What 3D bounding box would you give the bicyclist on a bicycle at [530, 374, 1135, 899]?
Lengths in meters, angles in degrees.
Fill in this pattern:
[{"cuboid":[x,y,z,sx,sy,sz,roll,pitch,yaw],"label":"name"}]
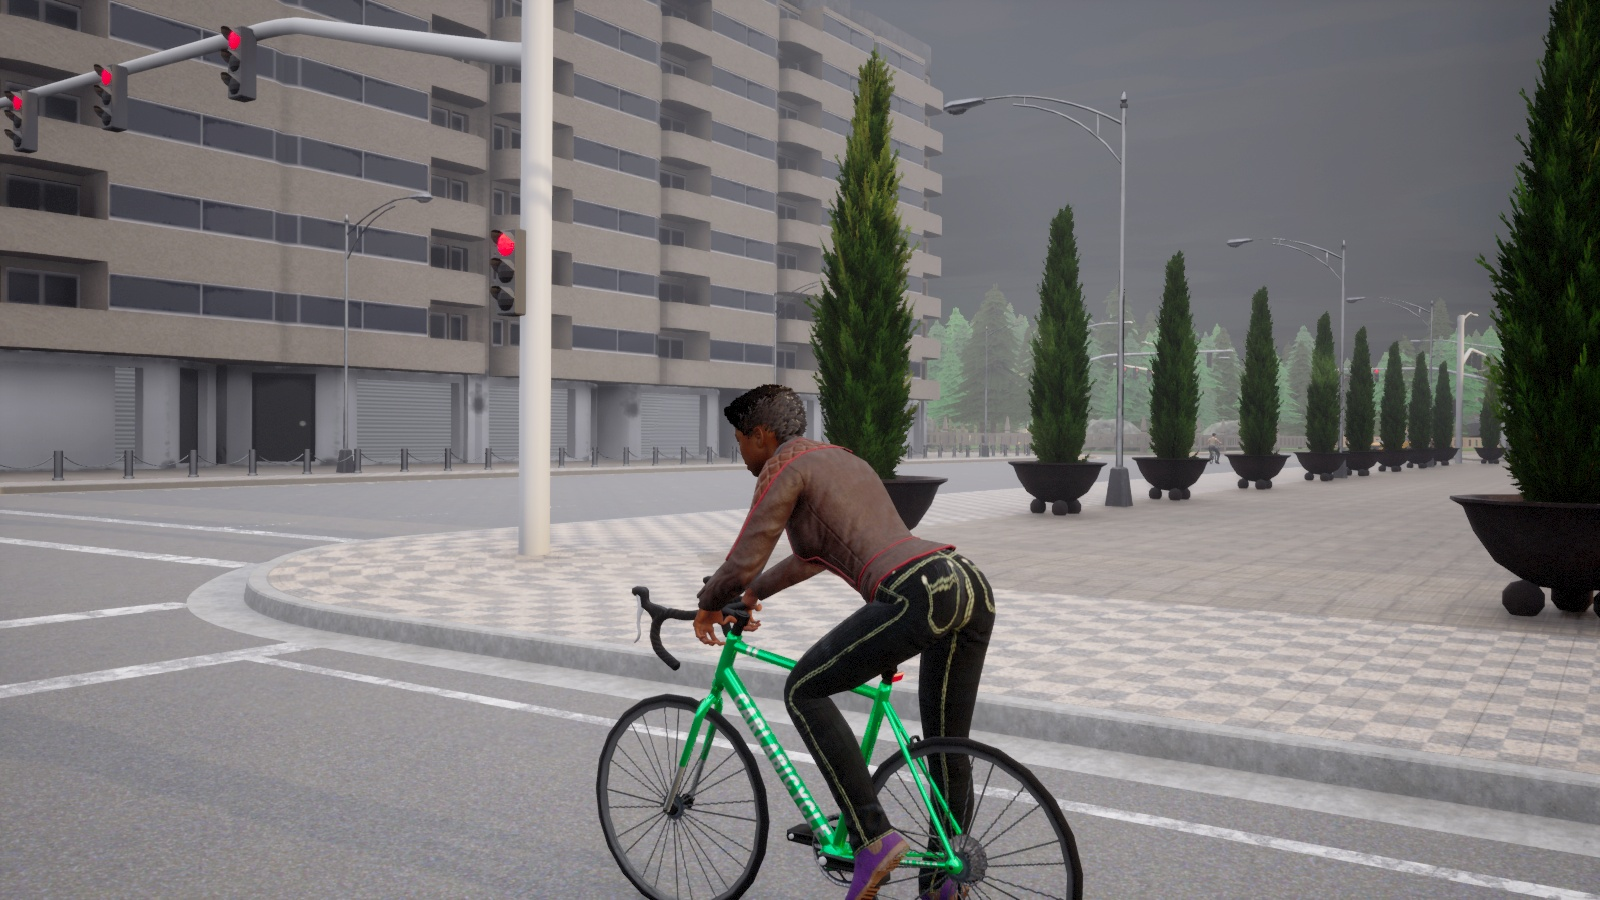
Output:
[{"cuboid":[0.045,0.635,3.593,1.656,1.620,0.582,0,1,34],"label":"bicyclist on a bicycle"}]
